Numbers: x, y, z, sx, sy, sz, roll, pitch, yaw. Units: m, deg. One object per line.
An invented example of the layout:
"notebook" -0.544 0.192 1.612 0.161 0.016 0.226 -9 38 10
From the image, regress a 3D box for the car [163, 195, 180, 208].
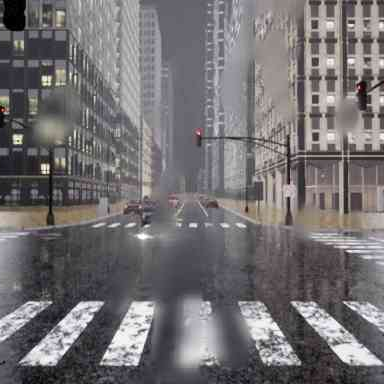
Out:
"car" -3.100 1.364 48.034 2.097 1.767 4.553 0 0 0

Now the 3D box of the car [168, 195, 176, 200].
"car" -5.694 1.593 95.119 1.947 1.339 4.313 1 0 0

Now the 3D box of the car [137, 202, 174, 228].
"car" -2.534 1.607 22.522 1.895 1.301 4.718 0 0 -8

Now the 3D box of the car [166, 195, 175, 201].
"car" -5.692 1.576 89.544 2.008 1.369 4.403 1 0 0

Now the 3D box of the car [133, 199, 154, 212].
"car" -5.684 1.592 39.367 1.802 1.307 4.206 1 0 0

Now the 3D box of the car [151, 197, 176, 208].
"car" -3.104 1.557 35.447 2.033 1.411 5.357 0 0 0

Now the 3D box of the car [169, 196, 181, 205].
"car" -3.063 1.522 59.120 1.837 1.490 4.892 0 0 1

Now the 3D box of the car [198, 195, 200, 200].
"car" 2.693 1.582 61.739 1.947 1.339 4.313 1 0 0

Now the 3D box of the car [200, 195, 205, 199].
"car" 2.695 1.540 56.332 1.752 1.417 4.829 1 0 0

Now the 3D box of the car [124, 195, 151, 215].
"car" -5.680 1.449 33.792 1.967 1.590 4.097 1 0 0

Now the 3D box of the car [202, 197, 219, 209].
"car" 2.695 1.594 45.006 1.802 1.307 4.206 1 0 0

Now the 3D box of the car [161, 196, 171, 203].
"car" -5.689 1.564 72.818 1.887 1.381 4.507 1 0 0

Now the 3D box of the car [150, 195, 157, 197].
"car" -5.679 1.327 44.943 2.192 1.841 5.009 1 0 0
